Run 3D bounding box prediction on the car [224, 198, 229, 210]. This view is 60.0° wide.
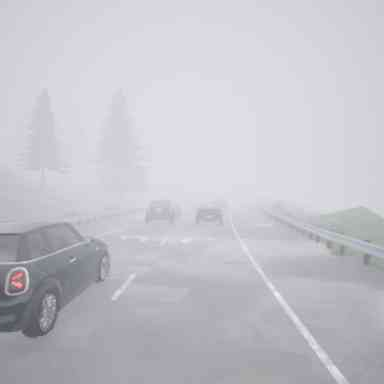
[{"bbox_3d":[3.616,1.511,42.693,2.163,1.488,4.792,0,0,9],"label":"car"}]

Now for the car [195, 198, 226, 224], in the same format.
[{"bbox_3d":[1.333,1.481,24.603,1.882,1.535,5.008,0,0,5],"label":"car"}]

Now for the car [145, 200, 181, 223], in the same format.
[{"bbox_3d":[-2.109,1.350,25.307,2.097,1.767,4.553,0,0,5],"label":"car"}]

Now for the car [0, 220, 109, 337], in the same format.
[{"bbox_3d":[-3.232,1.347,6.841,2.097,1.767,4.553,0,0,1],"label":"car"}]
